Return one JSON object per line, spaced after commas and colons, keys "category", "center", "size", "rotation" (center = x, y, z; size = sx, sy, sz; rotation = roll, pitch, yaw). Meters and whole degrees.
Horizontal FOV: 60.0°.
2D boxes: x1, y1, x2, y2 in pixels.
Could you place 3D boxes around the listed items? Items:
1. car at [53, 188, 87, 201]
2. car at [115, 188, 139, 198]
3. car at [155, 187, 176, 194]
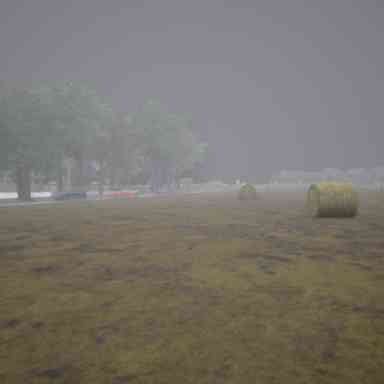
{"category": "car", "center": [-19.982, 0.380, 54.624], "size": [2.150, 2.045, 5.566], "rotation": [-1, 2, 36]}
{"category": "car", "center": [-11.823, 0.080, 61.151], "size": [2.097, 1.767, 4.553], "rotation": [-1, 1, 36]}
{"category": "car", "center": [-5.596, -0.280, 70.013], "size": [2.033, 1.411, 5.357], "rotation": [-1, 2, 35]}
